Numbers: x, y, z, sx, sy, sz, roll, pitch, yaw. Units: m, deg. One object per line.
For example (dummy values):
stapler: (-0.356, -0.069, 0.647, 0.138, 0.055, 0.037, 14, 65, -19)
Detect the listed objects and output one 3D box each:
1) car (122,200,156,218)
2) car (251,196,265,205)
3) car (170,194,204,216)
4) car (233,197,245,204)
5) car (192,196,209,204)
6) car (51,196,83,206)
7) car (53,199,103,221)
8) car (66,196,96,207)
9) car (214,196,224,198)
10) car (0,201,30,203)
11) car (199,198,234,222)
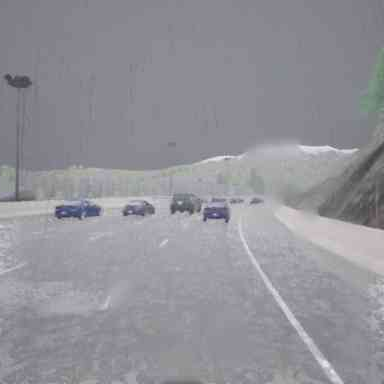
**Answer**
car: (-4.569, 1.436, 29.024, 1.812, 1.442, 4.674, 1, 0, 10)
car: (12.639, 1.627, 63.646, 1.837, 1.490, 4.892, 0, -1, 23)
car: (-0.517, 1.183, 33.059, 2.150, 2.045, 5.566, 0, 0, 13)
car: (8.888, 1.669, 64.912, 1.895, 1.301, 4.718, 1, 0, 24)
car: (1.639, 1.530, 64.420, 1.994, 1.385, 4.181, 1, 0, 22)
car: (-18.274, 1.351, 48.845, 1.895, 1.301, 4.718, 1, 0, 15)
car: (-8.651, 1.332, 25.882, 1.882, 1.535, 5.008, 0, 0, 9)
car: (-15.354, 1.343, 46.161, 1.994, 1.385, 4.181, 1, 0, 14)
car: (5.306, 1.496, 64.238, 1.882, 1.535, 5.008, 0, 0, 22)
car: (-23.061, 0.878, 44.058, 2.150, 2.045, 5.566, 1, 0, 13)
car: (2.055, 1.484, 26.277, 1.882, 1.535, 5.008, 0, 0, 9)
